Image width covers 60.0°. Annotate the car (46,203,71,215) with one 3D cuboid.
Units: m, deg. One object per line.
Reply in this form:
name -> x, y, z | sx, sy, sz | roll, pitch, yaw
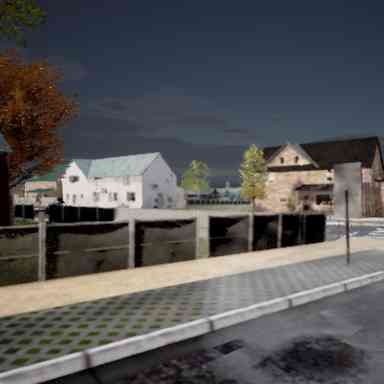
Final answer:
car -> -15.247, 2.024, 38.919 | 4.181, 1.385, 1.994 | 0, 1, 38
